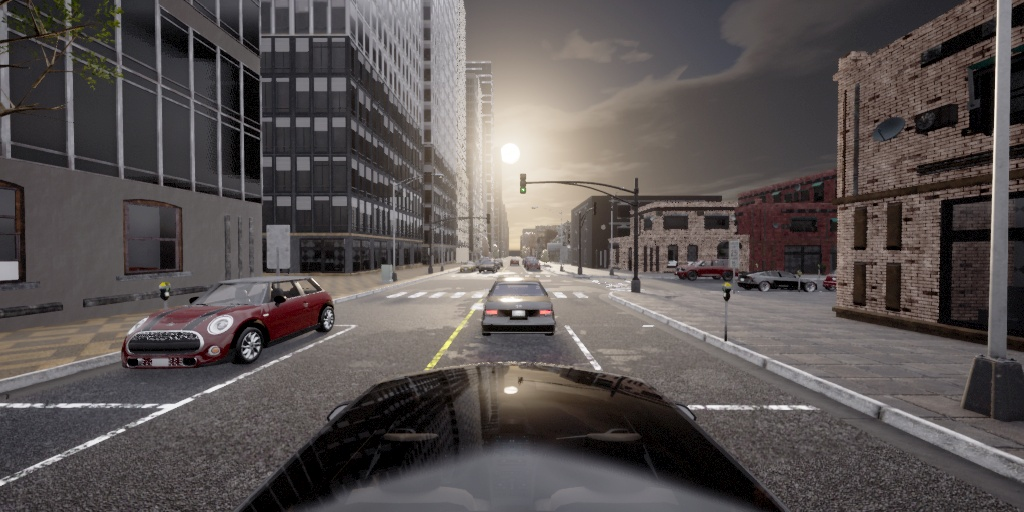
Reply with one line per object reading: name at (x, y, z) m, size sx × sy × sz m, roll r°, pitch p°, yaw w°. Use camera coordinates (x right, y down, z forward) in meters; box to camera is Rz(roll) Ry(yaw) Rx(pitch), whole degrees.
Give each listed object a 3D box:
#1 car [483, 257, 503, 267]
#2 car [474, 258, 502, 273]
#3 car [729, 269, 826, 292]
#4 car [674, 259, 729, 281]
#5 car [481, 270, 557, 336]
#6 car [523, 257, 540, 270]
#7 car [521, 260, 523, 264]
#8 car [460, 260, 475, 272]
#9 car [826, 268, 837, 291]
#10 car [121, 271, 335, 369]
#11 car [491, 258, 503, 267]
car at (-2.748, 1.229, 53.755) m, size 2.128 × 1.511 × 4.902 m, roll 0°, pitch 0°, yaw 1°
car at (-2.800, 1.287, 43.339) m, size 2.033 × 1.411 × 5.357 m, roll 0°, pitch 0°, yaw 4°
car at (16.548, 1.546, 22.501) m, size 4.313 × 1.339 × 1.948 m, roll 0°, pitch 0°, yaw 1°
car at (16.710, 1.164, 30.879) m, size 5.009 × 1.841 × 2.192 m, roll 0°, pitch 0°, yaw 1°
car at (0.157, 1.295, 10.338) m, size 2.033 × 1.411 × 5.357 m, roll 0°, pitch 0°, yaw 0°
car at (3.019, 1.178, 51.254) m, size 1.967 × 1.591 × 4.097 m, roll 0°, pitch 0°, yaw 0°
car at (3.094, 1.051, 62.542) m, size 2.192 × 1.841 × 5.009 m, roll 0°, pitch 0°, yaw 0°
car at (-5.538, 1.265, 45.552) m, size 1.751 × 1.417 × 4.829 m, roll 0°, pitch 0°, yaw 0°
car at (22.095, 1.473, 22.393) m, size 4.097 × 1.591 × 1.967 m, roll 0°, pitch 0°, yaw 1°
car at (-5.654, 1.188, 7.774) m, size 1.967 × 1.591 × 4.097 m, roll 0°, pitch 0°, yaw 0°
car at (-2.628, 1.214, 65.379) m, size 1.882 × 1.535 × 5.008 m, roll 0°, pitch 0°, yaw 1°
